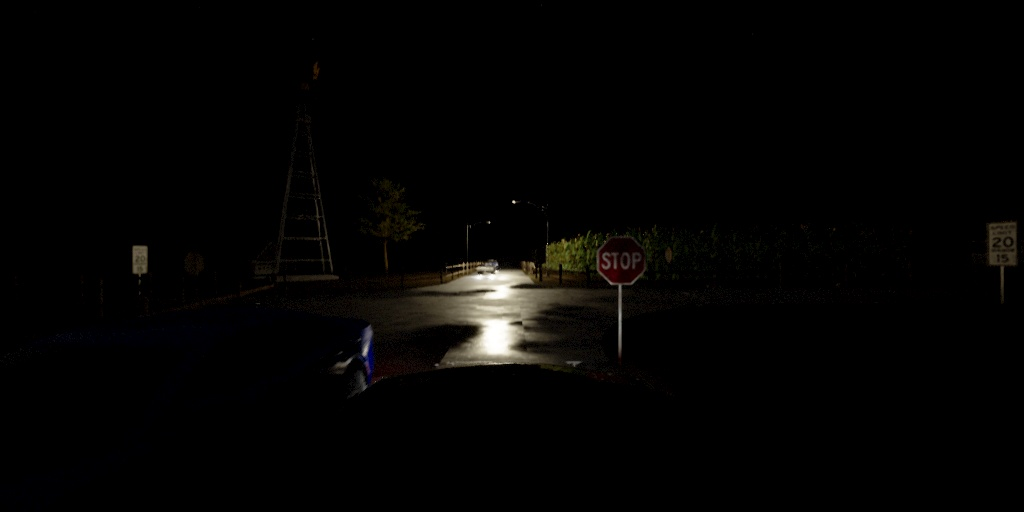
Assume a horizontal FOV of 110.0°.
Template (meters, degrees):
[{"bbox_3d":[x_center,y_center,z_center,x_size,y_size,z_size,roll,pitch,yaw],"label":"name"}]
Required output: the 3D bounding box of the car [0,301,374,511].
[{"bbox_3d":[-2.757,1.228,2.787,1.882,1.535,5.008,0,0,0],"label":"car"}]

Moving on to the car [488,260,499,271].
[{"bbox_3d":[-3.141,1.383,57.031,2.097,1.767,4.553,0,-1,0],"label":"car"}]

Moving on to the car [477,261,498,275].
[{"bbox_3d":[-3.037,1.521,42.334,1.895,1.301,4.718,0,-1,0],"label":"car"}]
